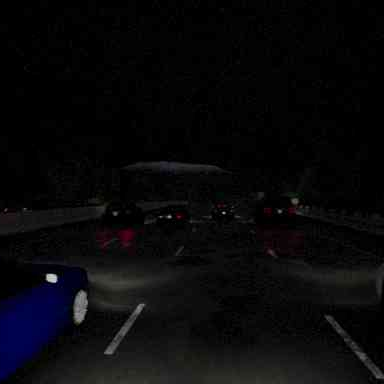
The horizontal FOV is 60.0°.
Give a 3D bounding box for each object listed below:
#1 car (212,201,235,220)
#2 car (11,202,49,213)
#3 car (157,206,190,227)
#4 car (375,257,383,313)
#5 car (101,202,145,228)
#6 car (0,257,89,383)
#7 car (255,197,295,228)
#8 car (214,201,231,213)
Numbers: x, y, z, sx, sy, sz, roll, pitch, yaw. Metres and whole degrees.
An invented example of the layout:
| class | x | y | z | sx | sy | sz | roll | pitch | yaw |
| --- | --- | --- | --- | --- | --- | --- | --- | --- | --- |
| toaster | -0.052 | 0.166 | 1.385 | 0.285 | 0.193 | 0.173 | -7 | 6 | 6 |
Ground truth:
| class | x | y | z | sx | sy | sz | roll | pitch | yaw |
| --- | --- | --- | --- | --- | --- | --- | --- | --- | --- |
| car | 2.846 | 1.794 | 30.349 | 1.994 | 1.385 | 4.181 | 0 | -1 | 3 |
| car | -14.934 | 1.566 | 30.296 | 2.097 | 1.767 | 4.553 | 0 | -1 | 5 |
| car | -1.221 | 1.680 | 23.899 | 2.033 | 1.411 | 5.357 | 0 | -1 | 5 |
| car | 4.100 | 1.220 | 3.422 | 2.150 | 2.045 | 5.566 | 0 | 0 | 5 |
| car | -4.757 | 1.480 | 23.599 | 2.097 | 1.767 | 4.553 | 0 | -1 | 5 |
| car | -2.883 | 1.482 | 3.921 | 1.882 | 1.535 | 5.008 | 0 | 0 | 5 |
| car | 5.782 | 1.355 | 23.636 | 2.150 | 2.045 | 5.566 | 0 | -1 | 5 |
| car | 3.990 | 1.968 | 44.315 | 2.128 | 1.511 | 4.902 | 0 | -1 | 5 |
